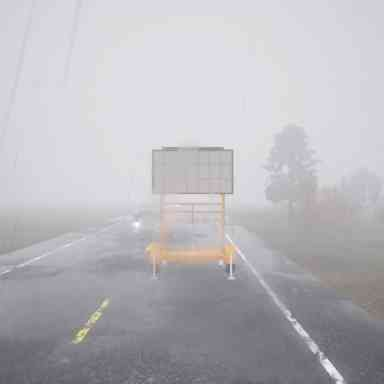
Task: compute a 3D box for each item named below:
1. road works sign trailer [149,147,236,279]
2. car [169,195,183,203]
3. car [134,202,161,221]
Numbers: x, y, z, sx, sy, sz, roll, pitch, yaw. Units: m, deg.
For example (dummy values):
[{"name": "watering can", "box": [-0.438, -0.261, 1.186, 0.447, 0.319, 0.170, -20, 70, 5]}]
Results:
[{"name": "road works sign trailer", "box": [0.021, 0.465, 9.974, 2.380, 3.560, 2.880, 0, 0, 0]}, {"name": "car", "box": [-3.363, 1.533, 63.458, 2.128, 1.511, 4.902, 0, 0, 0]}, {"name": "car", "box": [-3.541, 1.533, 27.430, 1.812, 1.442, 4.674, 0, 0, 0]}]
